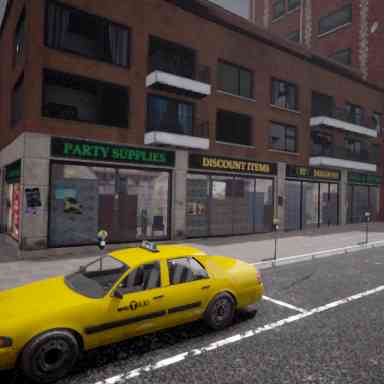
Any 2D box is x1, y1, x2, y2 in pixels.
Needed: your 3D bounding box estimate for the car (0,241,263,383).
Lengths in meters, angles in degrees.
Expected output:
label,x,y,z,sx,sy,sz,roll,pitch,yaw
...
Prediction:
label,x,y,z,sx,sy,sz,roll,pitch,yaw
car,-0.940,1.527,5.401,4.829,1.417,1.752,0,2,-35
